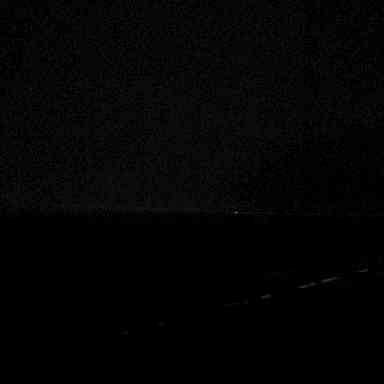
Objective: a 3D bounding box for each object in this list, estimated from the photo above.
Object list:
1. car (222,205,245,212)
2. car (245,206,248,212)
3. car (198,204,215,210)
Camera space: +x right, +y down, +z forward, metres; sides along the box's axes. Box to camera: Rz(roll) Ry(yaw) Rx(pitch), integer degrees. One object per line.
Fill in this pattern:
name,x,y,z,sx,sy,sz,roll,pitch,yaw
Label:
car,7.857,3.364,67.158,1.812,1.442,4.674,1,-2,-33
car,9.815,3.437,70.566,1.812,1.442,4.674,1,-2,-33
car,3.423,3.598,80.336,1.882,1.535,5.008,1,-2,-33
